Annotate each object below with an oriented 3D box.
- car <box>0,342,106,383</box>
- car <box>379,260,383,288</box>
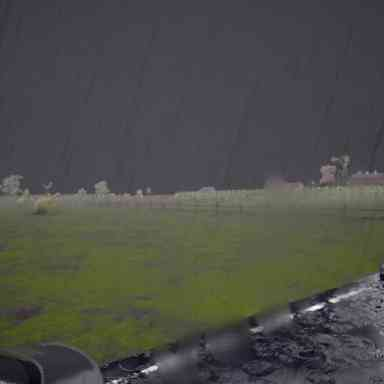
[{"bbox_3d":[-2.469,1.573,1.086,4.674,1.442,1.812,-1,0,-39],"label":"car"},{"bbox_3d":[6.185,1.481,7.744,4.674,1.442,1.812,-1,0,-37],"label":"car"}]
